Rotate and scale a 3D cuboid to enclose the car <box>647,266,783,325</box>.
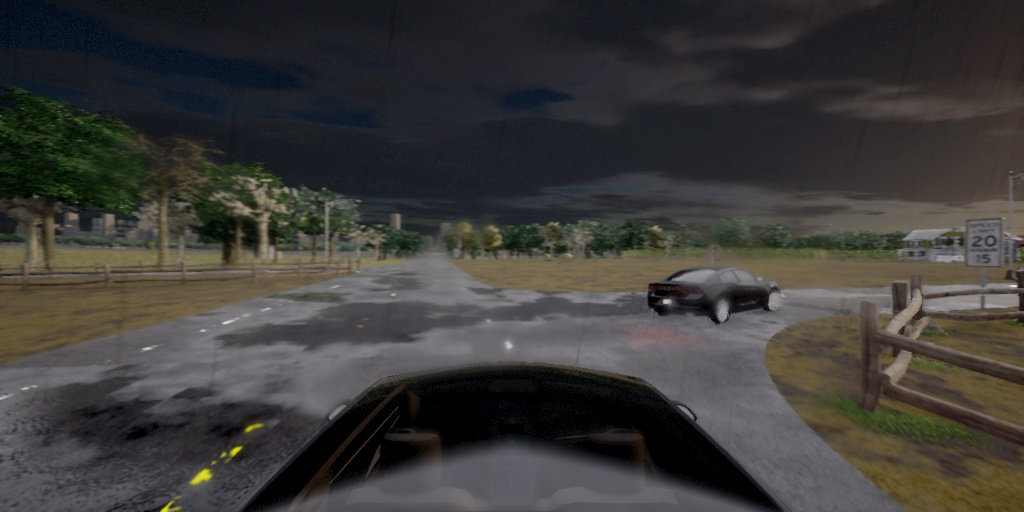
[{"bbox_3d":[6.374,1.052,11.170,5.008,1.535,1.882,-1,-1,-32],"label":"car"}]

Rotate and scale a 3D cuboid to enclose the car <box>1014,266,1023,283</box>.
[{"bbox_3d":[30.940,0.755,20.027,4.553,1.767,2.097,0,0,-12],"label":"car"}]
